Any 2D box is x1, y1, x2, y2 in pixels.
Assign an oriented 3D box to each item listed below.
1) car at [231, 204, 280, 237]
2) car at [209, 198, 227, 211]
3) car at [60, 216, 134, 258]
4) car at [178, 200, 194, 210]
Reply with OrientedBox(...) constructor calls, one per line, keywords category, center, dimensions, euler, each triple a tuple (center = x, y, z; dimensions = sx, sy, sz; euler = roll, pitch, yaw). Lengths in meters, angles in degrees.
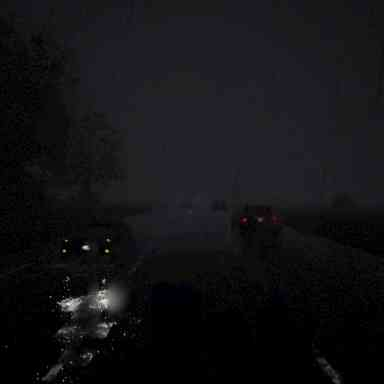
OrientedBox(category="car", center=(3.502, 1.480, 19.132), dimensions=(2.097, 1.767, 4.553), euler=(0, 0, 0))
OrientedBox(category="car", center=(3.503, 1.656, 45.214), dimensions=(2.097, 1.767, 4.553), euler=(0, 0, 0))
OrientedBox(category="car", center=(-3.501, 1.653, 12.949), dimensions=(1.994, 1.385, 4.181), euler=(0, 0, 0))
OrientedBox(category="car", center=(-0.914, 1.863, 49.663), dimensions=(1.812, 1.442, 4.674), euler=(0, 0, 7))
